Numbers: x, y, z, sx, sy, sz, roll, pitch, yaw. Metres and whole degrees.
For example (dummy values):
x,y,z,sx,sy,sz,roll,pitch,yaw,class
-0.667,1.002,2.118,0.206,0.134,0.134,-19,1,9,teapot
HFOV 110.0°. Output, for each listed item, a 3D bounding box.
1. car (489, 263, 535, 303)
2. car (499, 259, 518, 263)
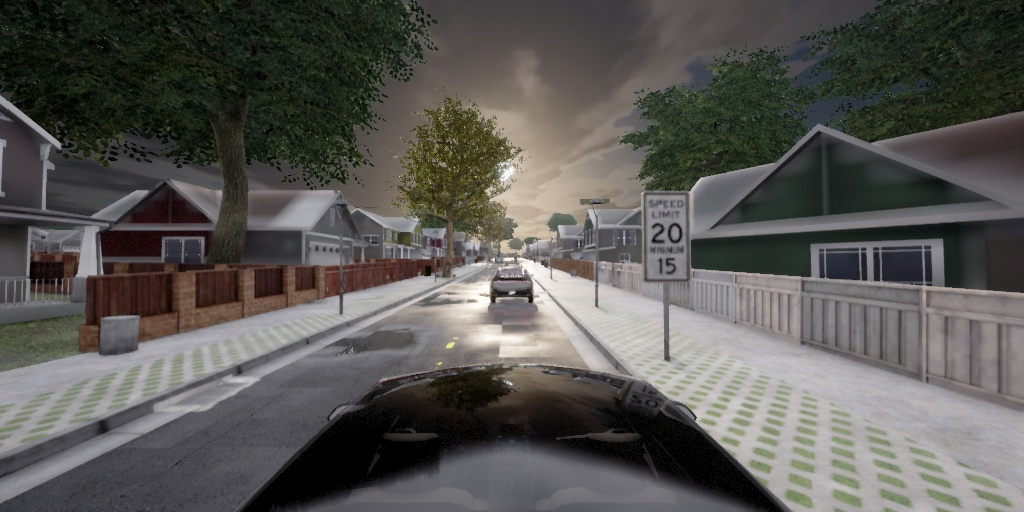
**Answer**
x,y,z,sx,sy,sz,roll,pitch,yaw,class
0.000,1.242,16.506,2.128,1.511,4.902,0,0,0,car
0.000,1.255,31.510,1.812,1.442,4.674,0,0,0,car
